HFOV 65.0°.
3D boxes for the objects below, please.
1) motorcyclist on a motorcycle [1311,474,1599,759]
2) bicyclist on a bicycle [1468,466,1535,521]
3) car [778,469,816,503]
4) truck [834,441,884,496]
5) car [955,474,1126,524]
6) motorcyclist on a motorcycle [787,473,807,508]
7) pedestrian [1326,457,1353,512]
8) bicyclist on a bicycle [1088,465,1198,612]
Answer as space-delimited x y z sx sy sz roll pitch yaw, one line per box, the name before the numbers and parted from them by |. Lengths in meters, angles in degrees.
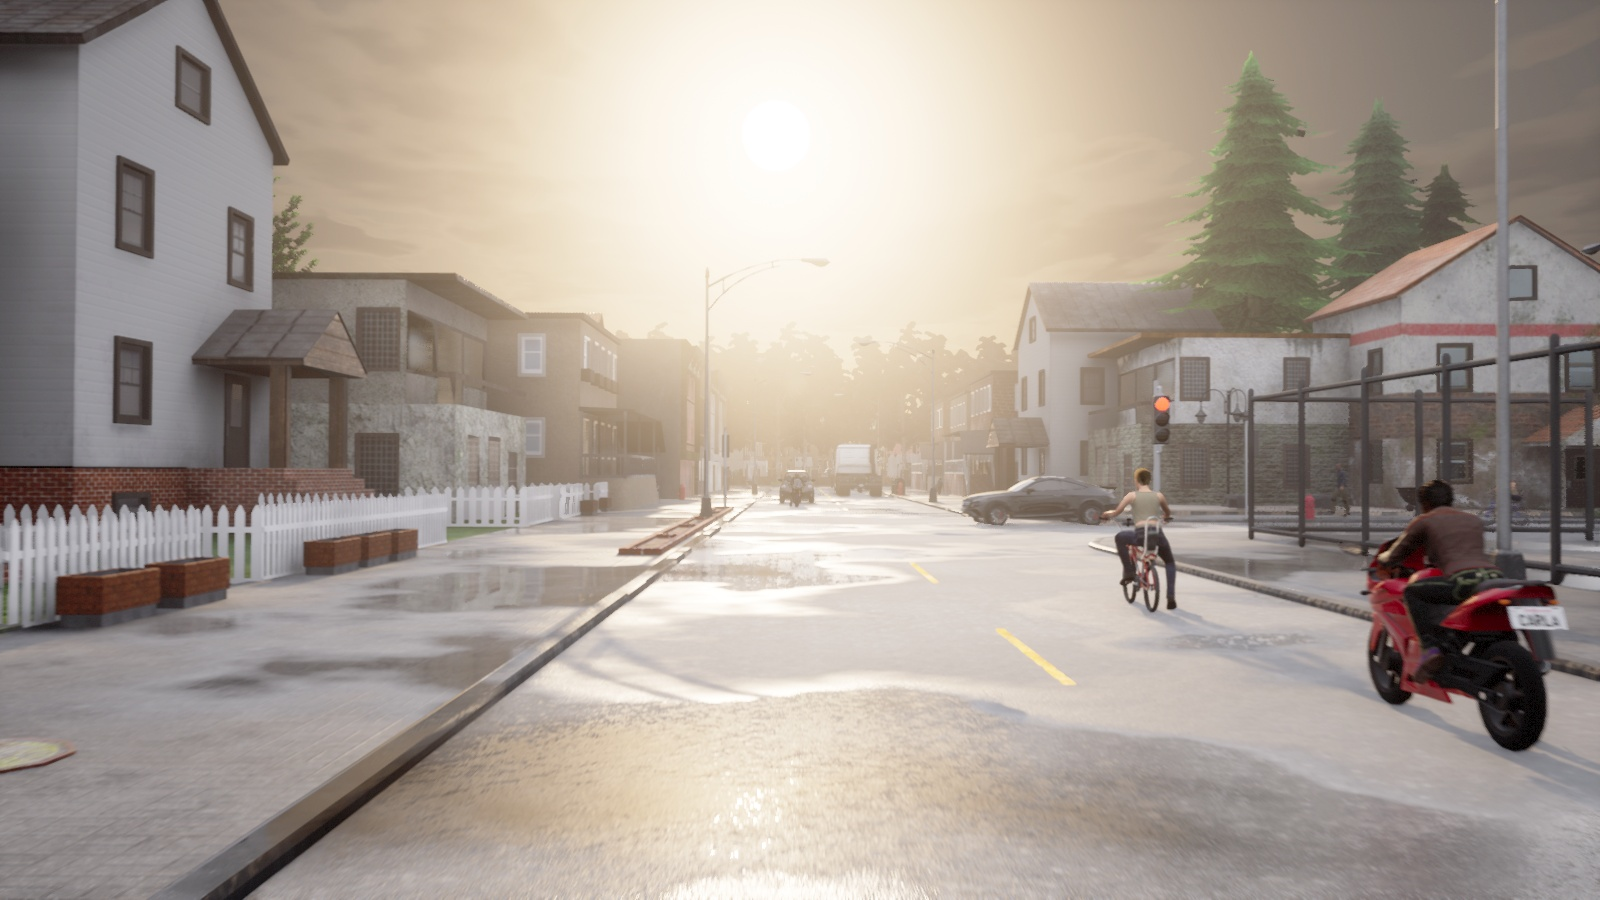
motorcyclist on a motorcycle | 3.986 0.913 7.773 0.797 1.523 2.044 0 -1 0
bicyclist on a bicycle | 21.067 1.305 37.732 1.509 1.612 0.866 0 -1 0
car | -0.143 1.782 63.186 1.851 1.617 3.988 0 -1 0
truck | 3.810 1.211 82.457 2.891 3.462 7.936 0 -1 0
car | 7.123 1.446 37.469 4.674 1.442 1.812 0 -1 -6
motorcyclist on a motorcycle | -0.123 1.793 55.788 0.866 1.530 2.191 0 -1 0
pedestrian | 18.192 1.160 42.360 0.726 1.842 0.402 0 -1 -9
bicyclist on a bicycle | 3.929 0.981 14.506 0.866 1.612 1.509 0 -1 1
